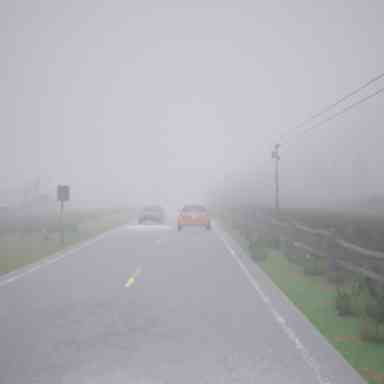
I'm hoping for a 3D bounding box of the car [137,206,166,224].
[{"bbox_3d":[-3.210,1.828,27.498,2.033,1.411,5.357,0,-1,0],"label":"car"}]

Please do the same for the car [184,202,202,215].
[{"bbox_3d":[0.101,1.968,39.794,1.994,1.385,4.181,0,-1,0],"label":"car"}]

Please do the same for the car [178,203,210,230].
[{"bbox_3d":[0.105,1.587,22.842,2.097,1.767,4.553,0,0,-1],"label":"car"}]
